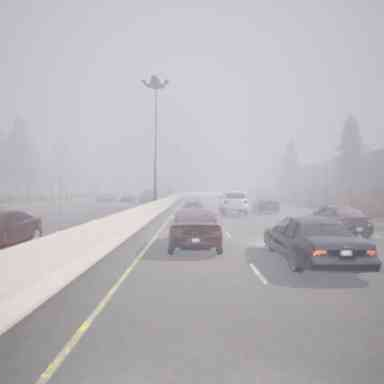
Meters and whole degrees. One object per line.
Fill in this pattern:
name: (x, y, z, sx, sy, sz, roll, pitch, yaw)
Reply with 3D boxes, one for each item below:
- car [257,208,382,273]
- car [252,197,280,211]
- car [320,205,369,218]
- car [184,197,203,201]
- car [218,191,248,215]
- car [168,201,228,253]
car: (3.611, 1.454, 10.290, 2.033, 1.411, 5.357, 0, 1, 0)
car: (7.146, 1.179, 32.601, 1.882, 1.535, 5.008, 0, 1, 0)
car: (7.107, 1.378, 16.410, 1.812, 1.442, 4.674, 0, 1, 0)
car: (0.134, 1.225, 32.182, 1.812, 1.442, 4.674, 0, 1, 0)
car: (3.643, 0.946, 29.993, 2.150, 2.045, 5.566, 0, 1, 0)
car: (0.117, 1.355, 13.062, 1.882, 1.535, 5.008, 0, 1, 0)
